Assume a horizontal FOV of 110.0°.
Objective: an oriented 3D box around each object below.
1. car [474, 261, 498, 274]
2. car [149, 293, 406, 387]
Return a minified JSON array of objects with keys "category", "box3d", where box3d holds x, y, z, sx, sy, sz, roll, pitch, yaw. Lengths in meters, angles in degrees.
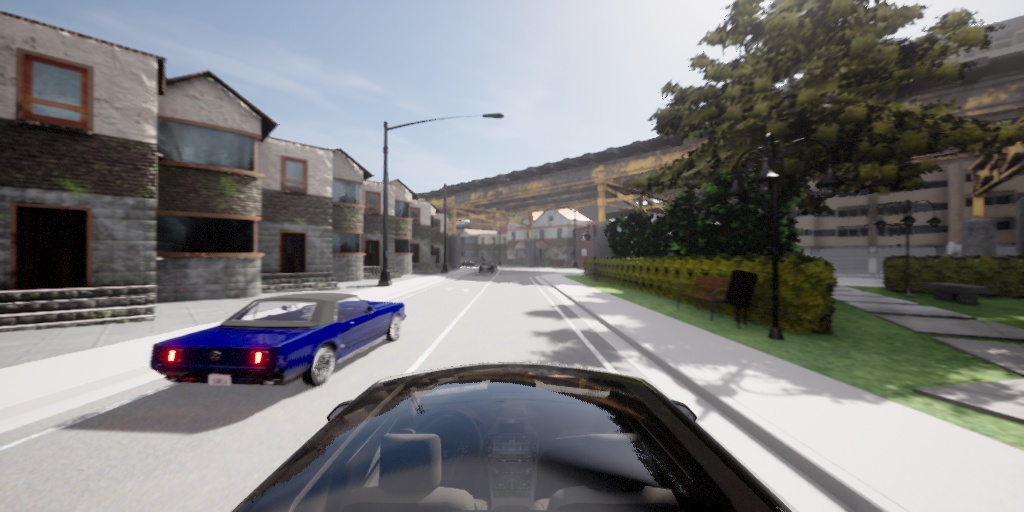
[{"category":"car","box3d":[-2.952,1.404,45.332,2.128,1.511,4.902,0,0,5]},{"category":"car","box3d":[-3.721,1.366,6.976,1.895,1.301,4.718,0,0,4]}]
